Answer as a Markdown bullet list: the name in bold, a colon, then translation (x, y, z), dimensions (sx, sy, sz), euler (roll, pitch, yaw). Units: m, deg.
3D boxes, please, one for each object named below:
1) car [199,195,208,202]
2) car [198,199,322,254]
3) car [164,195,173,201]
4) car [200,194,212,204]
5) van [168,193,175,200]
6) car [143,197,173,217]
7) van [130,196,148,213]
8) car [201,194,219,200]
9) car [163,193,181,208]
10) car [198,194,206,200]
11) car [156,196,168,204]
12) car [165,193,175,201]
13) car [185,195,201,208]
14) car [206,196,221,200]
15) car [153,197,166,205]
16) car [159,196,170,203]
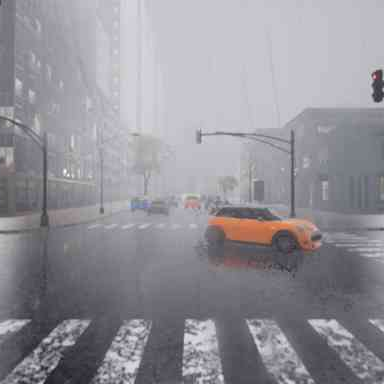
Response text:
- **car**: translation (2.633, 1.509, 76.437), dimensions (1.947, 1.339, 4.313), euler (1, 0, 0)
- **car**: translation (2.822, 1.342, 13.564), dimensions (4.553, 1.767, 2.097), euler (0, 0, 37)
- **car**: translation (-5.751, 1.490, 82.064), dimensions (2.008, 1.369, 4.403), euler (1, 0, 0)
- **car**: translation (2.648, 1.268, 65.089), dimensions (2.192, 1.841, 5.009), euler (1, 0, 0)
- **van**: translation (-5.758, 1.271, 93.412), dimensions (1.690, 1.788, 3.998), euler (1, 0, 0)
- **car**: translation (-3.129, 1.484, 31.569), dimensions (1.837, 1.490, 4.892), euler (0, 0, 0)
- **van**: translation (-5.706, 1.316, 36.672), dimensions (1.690, 1.788, 3.998), euler (1, 0, 0)
- **car**: translation (2.669, 1.285, 42.392), dimensions (2.192, 1.841, 5.009), euler (1, 0, 0)
- **car**: translation (-3.133, 1.317, 48.464), dimensions (2.097, 1.767, 4.553), euler (0, 0, 0)
- **car**: translation (2.625, 1.374, 87.784), dimensions (1.967, 1.590, 4.097), euler (1, 0, 0)
- **car**: translation (-5.736, 1.518, 65.042), dimensions (1.947, 1.339, 4.313), euler (1, 0, 0)
- **car**: translation (-5.752, 1.249, 87.738), dimensions (2.192, 1.841, 5.009), euler (1, 0, 0)
- **car**: translation (0.058, 1.319, 46.351), dimensions (2.097, 1.767, 4.553), euler (0, 0, 0)
- **car**: translation (2.677, 1.419, 31.044), dimensions (1.967, 1.590, 4.097), euler (1, 0, 0)
- **car**: translation (-5.731, 1.539, 59.368), dimensions (1.802, 1.307, 4.206), euler (1, 0, 0)
- **car**: translation (-5.742, 1.514, 70.716), dimensions (1.947, 1.339, 4.313), euler (1, 0, 0)
